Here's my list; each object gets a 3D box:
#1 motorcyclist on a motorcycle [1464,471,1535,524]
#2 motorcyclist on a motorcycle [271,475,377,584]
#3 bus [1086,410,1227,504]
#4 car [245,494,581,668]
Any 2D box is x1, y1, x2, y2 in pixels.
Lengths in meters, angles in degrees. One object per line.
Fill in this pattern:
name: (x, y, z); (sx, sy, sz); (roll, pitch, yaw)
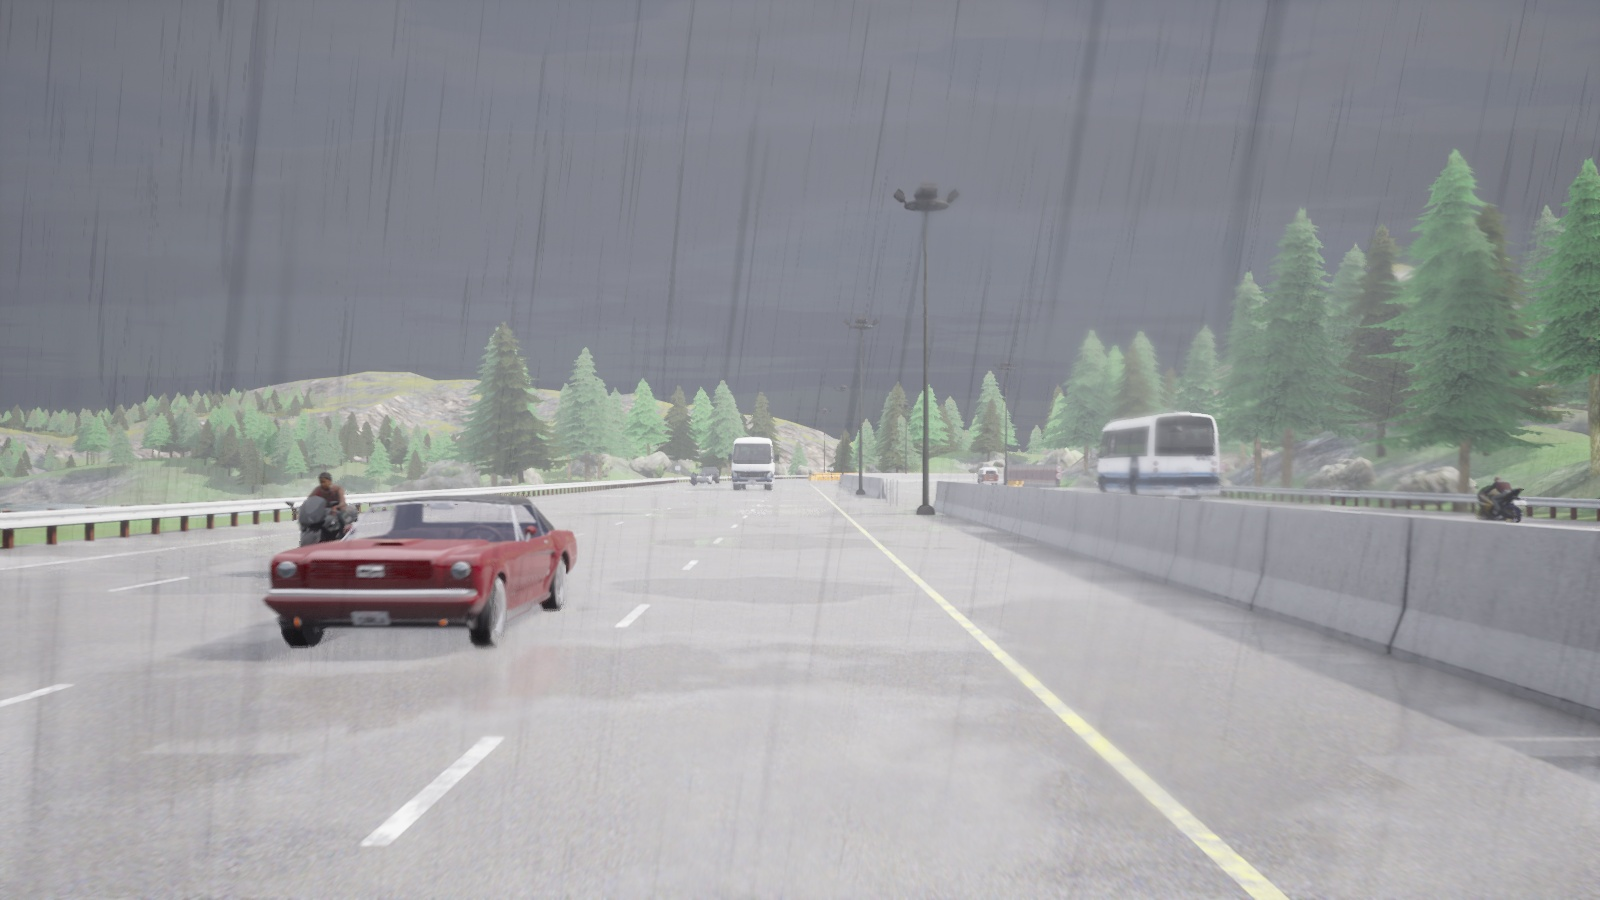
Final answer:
motorcyclist on a motorcycle: (20.911, 1.398, 37.591); (0.866, 1.530, 2.191); (0, -1, 0)
motorcyclist on a motorcycle: (-7.044, 1.139, 18.686); (0.797, 1.523, 2.044); (0, -1, 0)
bus: (17.336, 0.412, 62.100); (3.944, 4.253, 10.273); (0, -1, 0)
car: (-3.529, 1.139, 12.483); (1.895, 1.301, 4.718); (0, -1, 0)
